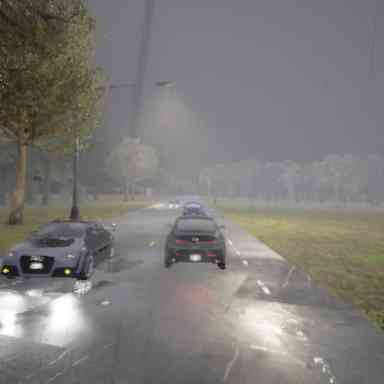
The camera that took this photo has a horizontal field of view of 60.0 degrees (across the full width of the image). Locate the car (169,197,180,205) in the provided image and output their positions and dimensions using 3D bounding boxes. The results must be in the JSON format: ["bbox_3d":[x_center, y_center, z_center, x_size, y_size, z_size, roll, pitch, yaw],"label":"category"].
[{"bbox_3d":[-3.446,1.734,64.709,2.128,1.511,4.902,1,-1,1],"label":"car"}]

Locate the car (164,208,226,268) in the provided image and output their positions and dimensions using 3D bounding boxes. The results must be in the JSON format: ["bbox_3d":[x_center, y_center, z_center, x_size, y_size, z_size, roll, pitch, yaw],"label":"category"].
[{"bbox_3d":[0.110,1.550,11.515,1.837,1.490,4.892,1,0,0],"label":"car"}]

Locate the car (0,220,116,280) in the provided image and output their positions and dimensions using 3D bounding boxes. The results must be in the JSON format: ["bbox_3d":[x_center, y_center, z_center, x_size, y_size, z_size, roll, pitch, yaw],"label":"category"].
[{"bbox_3d":[-3.575,1.522,9.665,1.994,1.385,4.181,1,0,0],"label":"car"}]

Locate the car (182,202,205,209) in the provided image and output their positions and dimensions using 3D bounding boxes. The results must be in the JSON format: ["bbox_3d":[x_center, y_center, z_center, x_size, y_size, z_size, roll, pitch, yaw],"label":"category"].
[{"bbox_3d":[0.115,1.550,27.693,1.812,1.442,4.674,0,0,0],"label":"car"}]
